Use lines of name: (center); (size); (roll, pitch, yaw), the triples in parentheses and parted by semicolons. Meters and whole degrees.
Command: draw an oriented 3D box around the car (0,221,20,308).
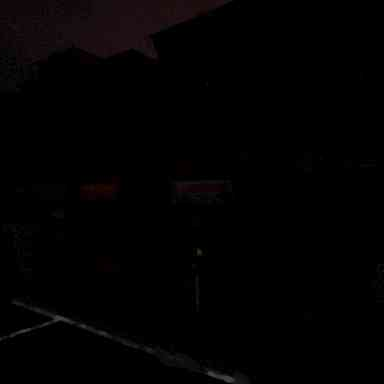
car: (-5.468, 1.384, 6.727); (5.009, 1.841, 2.192); (-1, -1, 36)
